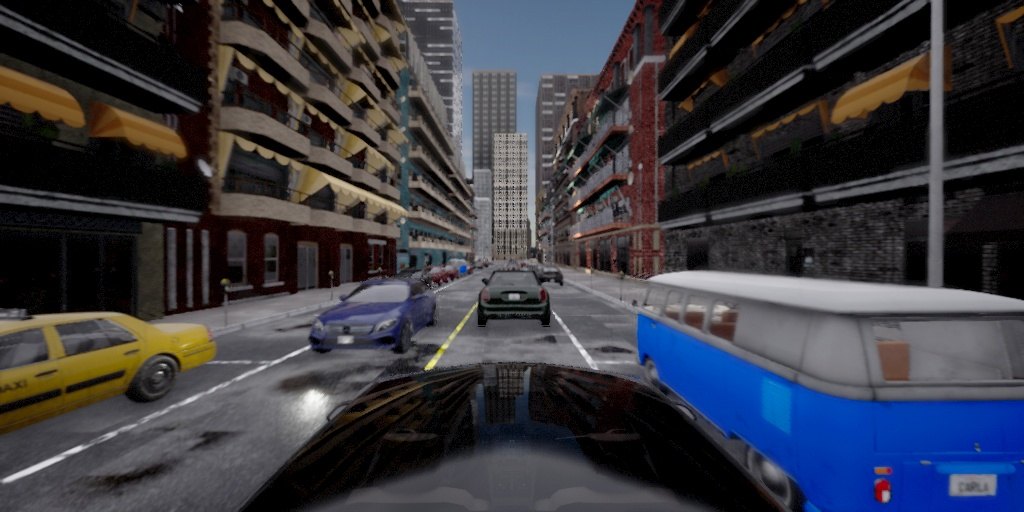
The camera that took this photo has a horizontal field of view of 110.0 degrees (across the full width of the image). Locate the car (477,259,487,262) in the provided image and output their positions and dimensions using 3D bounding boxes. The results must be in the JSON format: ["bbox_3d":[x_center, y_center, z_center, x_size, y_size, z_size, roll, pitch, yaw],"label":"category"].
[{"bbox_3d":[-5.667,1.569,59.181,1.948,1.339,4.313,0,0,0],"label":"car"}]

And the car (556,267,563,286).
[{"bbox_3d":[2.699,1.404,26.023,2.007,1.370,4.403,0,0,0],"label":"car"}]

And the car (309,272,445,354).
[{"bbox_3d":[-3.097,1.307,9.009,1.812,1.442,4.674,0,0,0],"label":"car"}]

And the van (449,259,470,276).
[{"bbox_3d":[-5.677,1.243,37.087,1.690,1.789,3.998,0,0,0],"label":"van"}]

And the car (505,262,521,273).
[{"bbox_3d":[0.121,1.516,47.858,1.994,1.385,4.181,0,0,0],"label":"car"}]

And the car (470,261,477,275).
[{"bbox_3d":[-5.674,1.367,42.611,1.967,1.591,4.097,0,0,0],"label":"car"}]

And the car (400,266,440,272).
[{"bbox_3d":[-5.684,1.396,20.516,1.948,1.339,4.313,0,0,0],"label":"car"}]

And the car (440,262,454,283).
[{"bbox_3d":[-5.682,1.399,26.040,1.888,1.381,4.507,0,0,0],"label":"car"}]

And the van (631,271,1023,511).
[{"bbox_3d":[2.689,1.100,3.931,1.690,1.789,3.998,0,0,0],"label":"van"}]

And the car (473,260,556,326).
[{"bbox_3d":[0.043,1.145,11.950,2.097,1.767,4.553,0,0,0],"label":"car"}]

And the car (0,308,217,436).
[{"bbox_3d":[-5.692,1.285,3.777,1.751,1.417,4.829,0,0,0],"label":"car"}]

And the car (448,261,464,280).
[{"bbox_3d":[-5.680,1.423,31.564,1.888,1.381,4.507,0,0,0],"label":"car"}]
